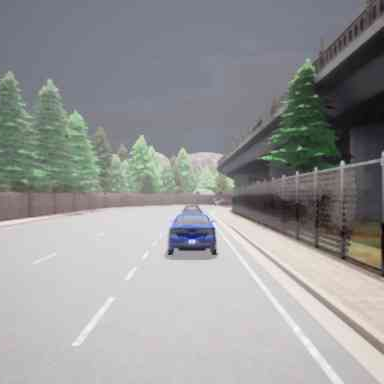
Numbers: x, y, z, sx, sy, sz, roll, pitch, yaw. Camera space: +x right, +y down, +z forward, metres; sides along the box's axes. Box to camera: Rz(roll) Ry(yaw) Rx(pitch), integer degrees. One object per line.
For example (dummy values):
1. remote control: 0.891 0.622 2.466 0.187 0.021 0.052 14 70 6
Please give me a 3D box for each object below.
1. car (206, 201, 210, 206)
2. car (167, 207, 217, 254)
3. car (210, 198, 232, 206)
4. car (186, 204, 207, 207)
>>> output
1. car: 5.327 2.120 73.046 4.553 1.767 2.097 0 -1 -36
2. car: 0.030 1.628 14.263 1.882 1.535 5.008 0 0 0
3. car: 6.597 2.084 69.610 4.553 1.767 2.097 1 -1 -40
4. car: 0.020 1.864 28.492 1.994 1.385 4.181 0 -1 0
